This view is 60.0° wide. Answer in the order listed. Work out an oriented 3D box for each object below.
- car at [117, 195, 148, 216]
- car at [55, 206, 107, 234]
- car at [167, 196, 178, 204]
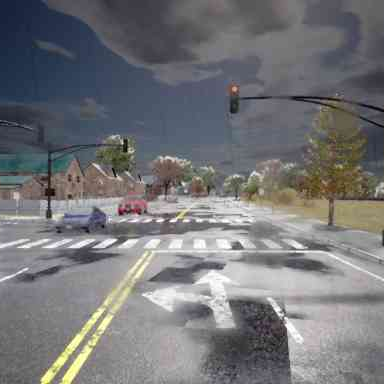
[{"bbox_3d":[-5.904,1.294,33.756,2.150,2.045,5.566,0,0,2],"label":"car"},{"bbox_3d":[-6.298,1.551,19.467,1.812,1.442,4.674,0,0,1],"label":"car"},{"bbox_3d":[-4.022,1.651,68.221,2.128,1.511,4.902,0,0,4],"label":"car"}]
